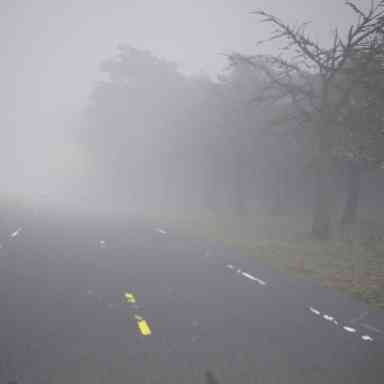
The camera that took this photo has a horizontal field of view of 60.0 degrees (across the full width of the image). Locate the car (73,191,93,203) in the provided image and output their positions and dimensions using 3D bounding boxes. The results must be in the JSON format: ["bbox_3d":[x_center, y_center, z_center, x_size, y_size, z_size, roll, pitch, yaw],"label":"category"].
[{"bbox_3d":[-14.621,0.664,45.149,1.837,1.490,4.892,3,0,-25],"label":"car"}]

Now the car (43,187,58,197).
[{"bbox_3d":[-24.100,-0.043,56.621,2.097,1.767,4.553,3,0,-26],"label":"car"}]

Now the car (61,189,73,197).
[{"bbox_3d":[-24.091,0.131,64.340,2.033,1.411,5.357,3,0,-28],"label":"car"}]
